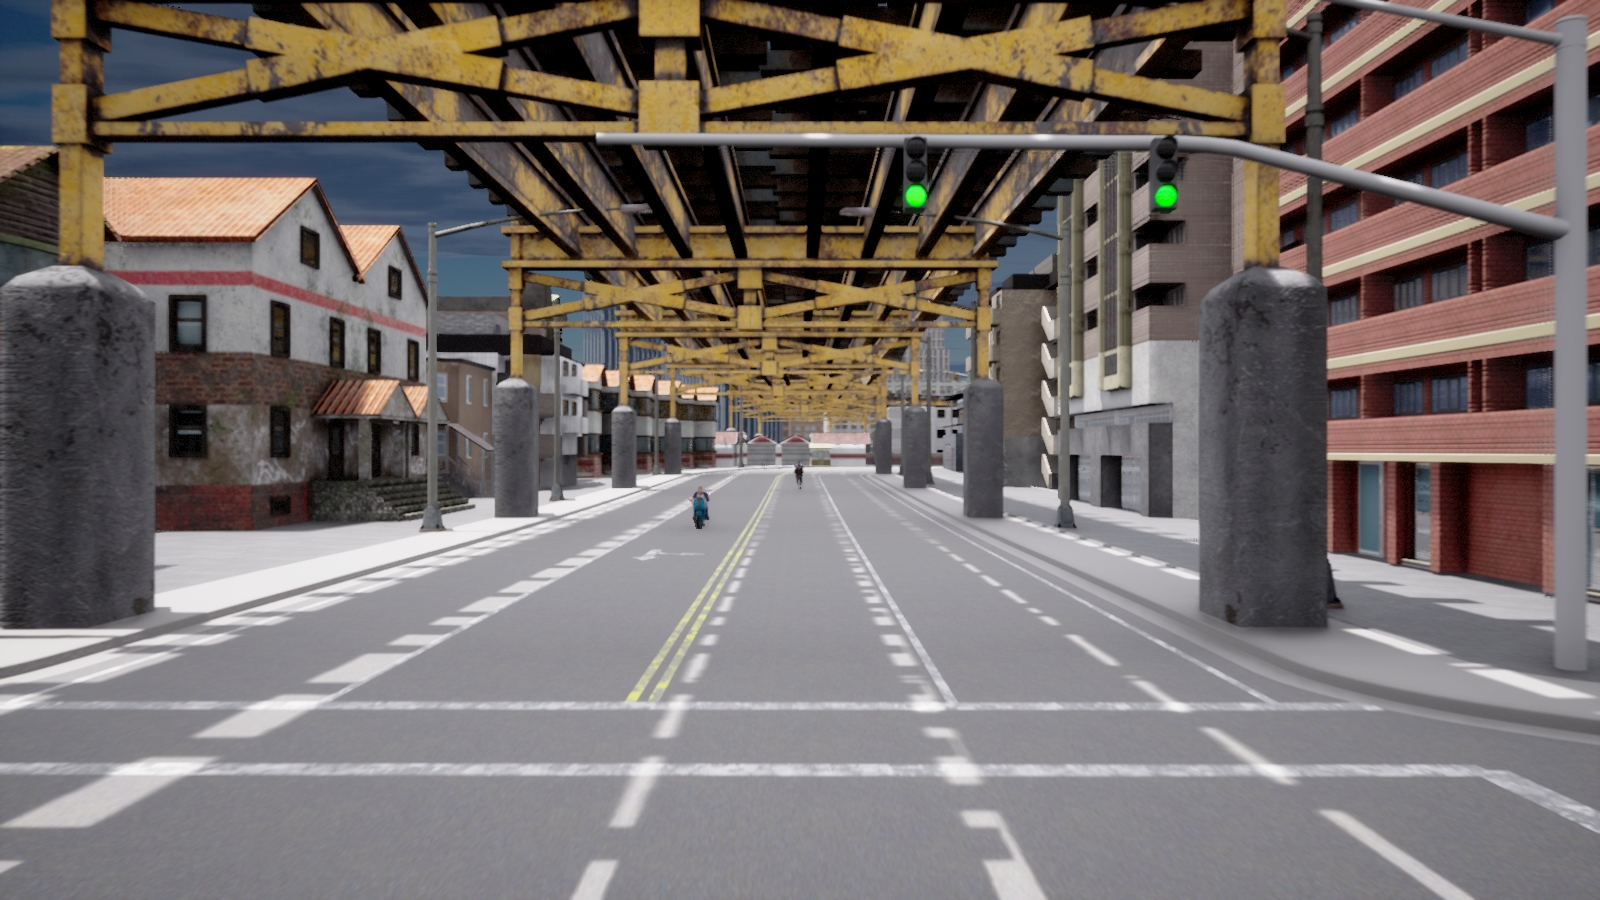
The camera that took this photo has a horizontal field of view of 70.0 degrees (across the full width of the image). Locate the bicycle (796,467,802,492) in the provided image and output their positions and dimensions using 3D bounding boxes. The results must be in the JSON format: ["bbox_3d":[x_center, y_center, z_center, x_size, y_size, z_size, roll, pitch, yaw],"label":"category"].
[{"bbox_3d":[-0.068,1.808,71.053,0.329,1.496,1.835,0,1,0],"label":"bicycle"}]
